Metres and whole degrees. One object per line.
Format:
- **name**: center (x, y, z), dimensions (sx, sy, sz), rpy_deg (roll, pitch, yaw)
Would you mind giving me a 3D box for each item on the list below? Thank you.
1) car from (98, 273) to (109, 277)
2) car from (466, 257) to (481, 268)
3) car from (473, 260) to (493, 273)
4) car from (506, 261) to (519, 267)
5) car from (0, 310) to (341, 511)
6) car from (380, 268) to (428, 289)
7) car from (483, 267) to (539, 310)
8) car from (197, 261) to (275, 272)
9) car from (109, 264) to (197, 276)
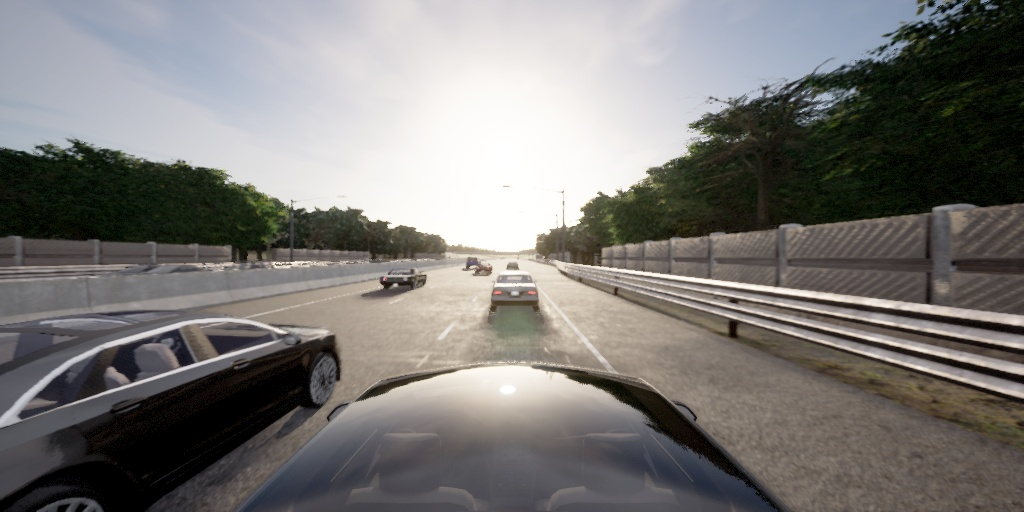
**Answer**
- **car**: center (-24.525, 1.320, 23.992), dimensions (1.837, 1.490, 4.892), rpy_deg (0, -1, 0)
- **car**: center (-6.919, 1.152, 64.537), dimensions (2.150, 2.045, 5.566), rpy_deg (0, 0, 0)
- **car**: center (-3.413, 1.473, 44.833), dimensions (1.895, 1.301, 4.718), rpy_deg (0, 0, 0)
- **car**: center (0.083, 1.481, 59.288), dimensions (1.994, 1.385, 4.181), rpy_deg (0, 0, 0)
- **car**: center (-3.400, 1.245, 3.301), dimensions (2.128, 1.511, 4.902), rpy_deg (0, 0, 0)
- **car**: center (-6.905, 1.413, 23.466), dimensions (1.895, 1.301, 4.718), rpy_deg (0, 0, 0)
- **car**: center (0.097, 1.336, 14.797), dimensions (2.033, 1.411, 5.357), rpy_deg (0, 0, 0)
- **car**: center (-17.531, 1.163, 23.617), dimensions (2.097, 1.767, 4.553), rpy_deg (0, 0, 0)
- **car**: center (-21.044, 1.286, 22.221), dimensions (1.882, 1.535, 5.008), rpy_deg (0, 0, 1)
